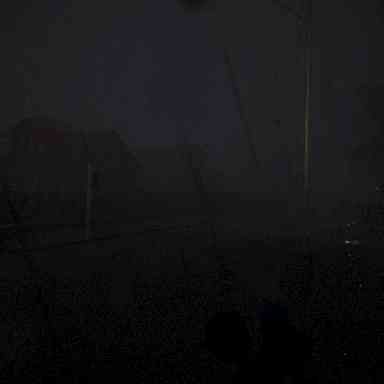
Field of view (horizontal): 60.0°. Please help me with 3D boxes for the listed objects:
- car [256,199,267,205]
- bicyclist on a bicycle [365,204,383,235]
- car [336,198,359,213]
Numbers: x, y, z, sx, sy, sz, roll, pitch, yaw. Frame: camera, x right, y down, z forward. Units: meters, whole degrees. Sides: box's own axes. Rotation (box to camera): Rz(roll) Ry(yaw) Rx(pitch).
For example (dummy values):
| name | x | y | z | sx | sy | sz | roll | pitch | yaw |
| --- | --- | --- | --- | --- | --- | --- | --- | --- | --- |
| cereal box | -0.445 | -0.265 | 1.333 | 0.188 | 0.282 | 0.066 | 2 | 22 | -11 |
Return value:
| name | x | y | z | sx | sy | sz | roll | pitch | yaw |
| --- | --- | --- | --- | --- | --- | --- | --- | --- | --- |
| car | 7.726 | 1.238 | 46.511 | 5.357 | 1.415 | 2.033 | 1 | 0 | 34 |
| bicyclist on a bicycle | 9.739 | 1.440 | 16.983 | 1.656 | 1.620 | 0.582 | 1 | 0 | 32 |
| car | 18.294 | 1.478 | 39.030 | 2.097 | 1.767 | 4.553 | 1 | 0 | 32 |
